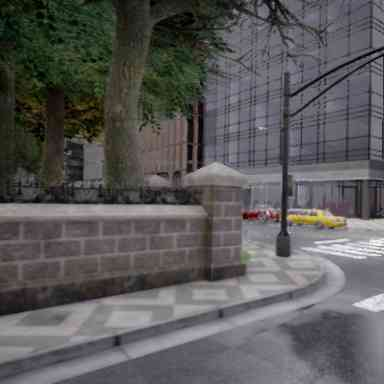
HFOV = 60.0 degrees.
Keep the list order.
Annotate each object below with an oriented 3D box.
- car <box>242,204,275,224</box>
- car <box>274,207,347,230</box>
[{"bbox_3d":[5.460,1.755,28.095,1.967,1.590,4.097,2,-1,-35],"label":"car"},{"bbox_3d":[8.523,1.843,23.786,1.752,1.417,4.829,2,-1,-35],"label":"car"}]
